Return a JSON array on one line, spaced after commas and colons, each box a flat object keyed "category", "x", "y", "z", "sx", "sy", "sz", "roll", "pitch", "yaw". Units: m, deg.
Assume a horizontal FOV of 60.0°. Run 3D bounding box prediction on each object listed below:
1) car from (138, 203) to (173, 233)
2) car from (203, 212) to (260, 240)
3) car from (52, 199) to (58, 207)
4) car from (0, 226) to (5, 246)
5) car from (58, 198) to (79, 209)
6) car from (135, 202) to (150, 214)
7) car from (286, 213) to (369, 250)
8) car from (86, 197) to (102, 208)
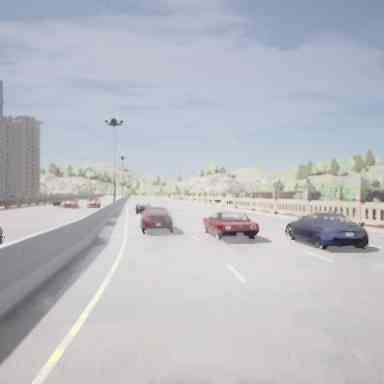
[{"category": "car", "x": -2.228, "y": 1.634, "z": 20.510, "sx": 1.812, "sy": 1.442, "sz": 4.674, "roll": 0, "pitch": 0, "yaw": -10}, {"category": "car", "x": 1.858, "y": 1.677, "z": 17.474, "sx": 1.895, "sy": 1.301, "sz": 4.718, "roll": 0, "pitch": 0, "yaw": -9}, {"category": "car", "x": -24.276, "y": 1.996, "z": 61.182, "sx": 1.895, "sy": 1.301, "sz": 4.718, "roll": 0, "pitch": 0, "yaw": -11}, {"category": "car", "x": -7.997, "y": 1.615, "z": 11.200, "sx": 1.812, "sy": 1.442, "sz": 4.674, "roll": 0, "pitch": 0, "yaw": -7}, {"category": "car", "x": -19.010, "y": 1.682, "z": 51.957, "sx": 2.097, "sy": 1.767, "sz": 4.553, "roll": 0, "pitch": 0, "yaw": -10}, {"category": "car", "x": -5.694, "y": 1.812, "z": 39.004, "sx": 1.895, "sy": 1.301, "sz": 4.718, "roll": 0, "pitch": 0, "yaw": -11}, {"category": "car", "x": 5.769, "y": 1.610, "z": 14.699, "sx": 1.994, "sy": 1.385, "sz": 4.181, "roll": 0, "pitch": 0, "yaw": -8}, {"category": "car", "x": -15.747, "y": 1.676, "z": 53.557, "sx": 2.097, "sy": 1.767, "sz": 4.553, "roll": 0, "pitch": 0, "yaw": -10}]
